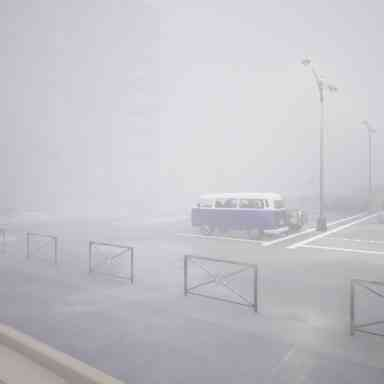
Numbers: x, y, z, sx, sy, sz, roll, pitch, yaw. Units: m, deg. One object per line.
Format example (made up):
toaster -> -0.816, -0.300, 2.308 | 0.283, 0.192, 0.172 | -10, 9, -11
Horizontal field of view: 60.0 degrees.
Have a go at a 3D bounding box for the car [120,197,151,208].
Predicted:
car -> -7.805, 1.422, 46.145 | 1.882, 1.535, 5.008 | 0, 0, 36

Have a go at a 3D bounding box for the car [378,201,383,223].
car -> 13.977, 1.395, 20.962 | 3.806, 1.475, 1.970 | 0, 0, 36

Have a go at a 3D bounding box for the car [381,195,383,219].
car -> 17.224, 1.153, 25.499 | 4.605, 1.855, 1.932 | 0, 0, 36

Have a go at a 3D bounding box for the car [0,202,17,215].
car -> -19.059, 1.492, 30.496 | 2.033, 1.411, 5.357 | 0, 0, 36
